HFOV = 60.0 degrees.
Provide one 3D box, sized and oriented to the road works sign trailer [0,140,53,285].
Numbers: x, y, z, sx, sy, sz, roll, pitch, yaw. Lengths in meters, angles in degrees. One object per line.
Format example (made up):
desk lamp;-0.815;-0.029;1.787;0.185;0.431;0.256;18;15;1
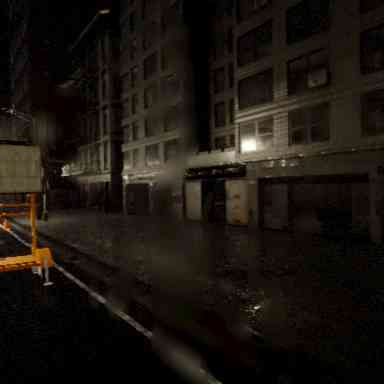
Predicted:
road works sign trailer;-5.106;0.470;8.531;2.380;3.560;2.880;-2;1;-35
